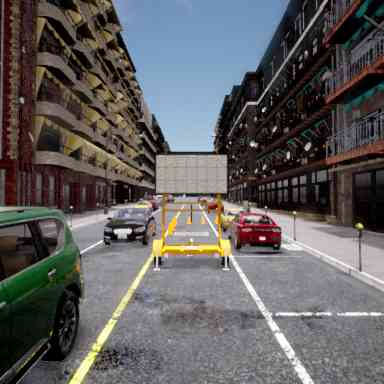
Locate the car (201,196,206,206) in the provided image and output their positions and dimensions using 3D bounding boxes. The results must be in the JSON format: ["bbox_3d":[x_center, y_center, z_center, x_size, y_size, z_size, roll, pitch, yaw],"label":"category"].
[{"bbox_3d":[2.527,1.628,41.971,2.008,1.369,4.403,1,0,0],"label":"car"}]

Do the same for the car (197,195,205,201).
[{"bbox_3d":[2.424,1.723,91.750,1.967,1.590,4.097,1,0,0],"label":"car"}]

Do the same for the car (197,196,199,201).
[{"bbox_3d":[2.496,1.698,64.093,1.887,1.381,4.507,1,0,0],"label":"car"}]

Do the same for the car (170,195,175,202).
[{"bbox_3d":[-5.387,1.492,69.675,2.192,1.841,5.009,1,0,0],"label":"car"}]

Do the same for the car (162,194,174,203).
[{"bbox_3d":[-5.394,1.516,75.205,2.192,1.841,5.009,1,0,0],"label":"car"}]

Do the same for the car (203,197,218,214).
[{"bbox_3d":[2.535,1.608,36.439,1.887,1.381,4.507,1,0,0],"label":"car"}]

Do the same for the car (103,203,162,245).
[{"bbox_3d":[-2.775,1.510,15.619,2.128,1.511,4.902,0,0,0],"label":"car"}]

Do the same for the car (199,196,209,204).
[{"bbox_3d":[2.498,1.617,69.625,1.967,1.590,4.097,1,0,0],"label":"car"}]

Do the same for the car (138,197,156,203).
[{"bbox_3d":[-5.344,1.588,36.322,1.752,1.417,4.829,2,0,0],"label":"car"}]

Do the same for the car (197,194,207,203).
[{"bbox_3d":[2.443,1.541,80.687,2.192,1.841,5.009,1,0,0],"label":"car"}]

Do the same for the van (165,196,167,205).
[{"bbox_3d":[-5.363,1.452,53.082,1.690,1.788,3.998,2,0,0],"label":"van"}]

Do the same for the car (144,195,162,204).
[{"bbox_3d":[-5.347,1.393,42.024,2.192,1.841,5.009,2,0,0],"label":"car"}]

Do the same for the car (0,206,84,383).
[{"bbox_3d":[-2.746,1.224,3.020,2.150,2.045,5.566,0,0,0],"label":"car"}]

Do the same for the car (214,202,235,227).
[{"bbox_3d":[2.559,1.551,20.019,1.752,1.417,4.829,1,0,0],"label":"car"}]

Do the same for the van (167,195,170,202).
[{"bbox_3d":[-5.372,1.473,58.614,1.690,1.788,3.998,1,0,0],"label":"van"}]

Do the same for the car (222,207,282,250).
[{"bbox_3d":[2.567,1.561,14.317,1.887,1.381,4.507,1,0,0],"label":"car"}]

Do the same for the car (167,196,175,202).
[{"bbox_3d":[-5.417,1.820,86.266,1.947,1.339,4.313,1,0,0],"label":"car"}]

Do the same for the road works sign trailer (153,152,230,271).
[{"bbox_3d":[-0.014,0.475,10.980,2.380,3.560,2.880,0,0,0],"label":"road works sign trailer"}]

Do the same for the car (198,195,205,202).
[{"bbox_3d":[2.504,1.676,58.563,1.887,1.381,4.507,1,0,0],"label":"car"}]
